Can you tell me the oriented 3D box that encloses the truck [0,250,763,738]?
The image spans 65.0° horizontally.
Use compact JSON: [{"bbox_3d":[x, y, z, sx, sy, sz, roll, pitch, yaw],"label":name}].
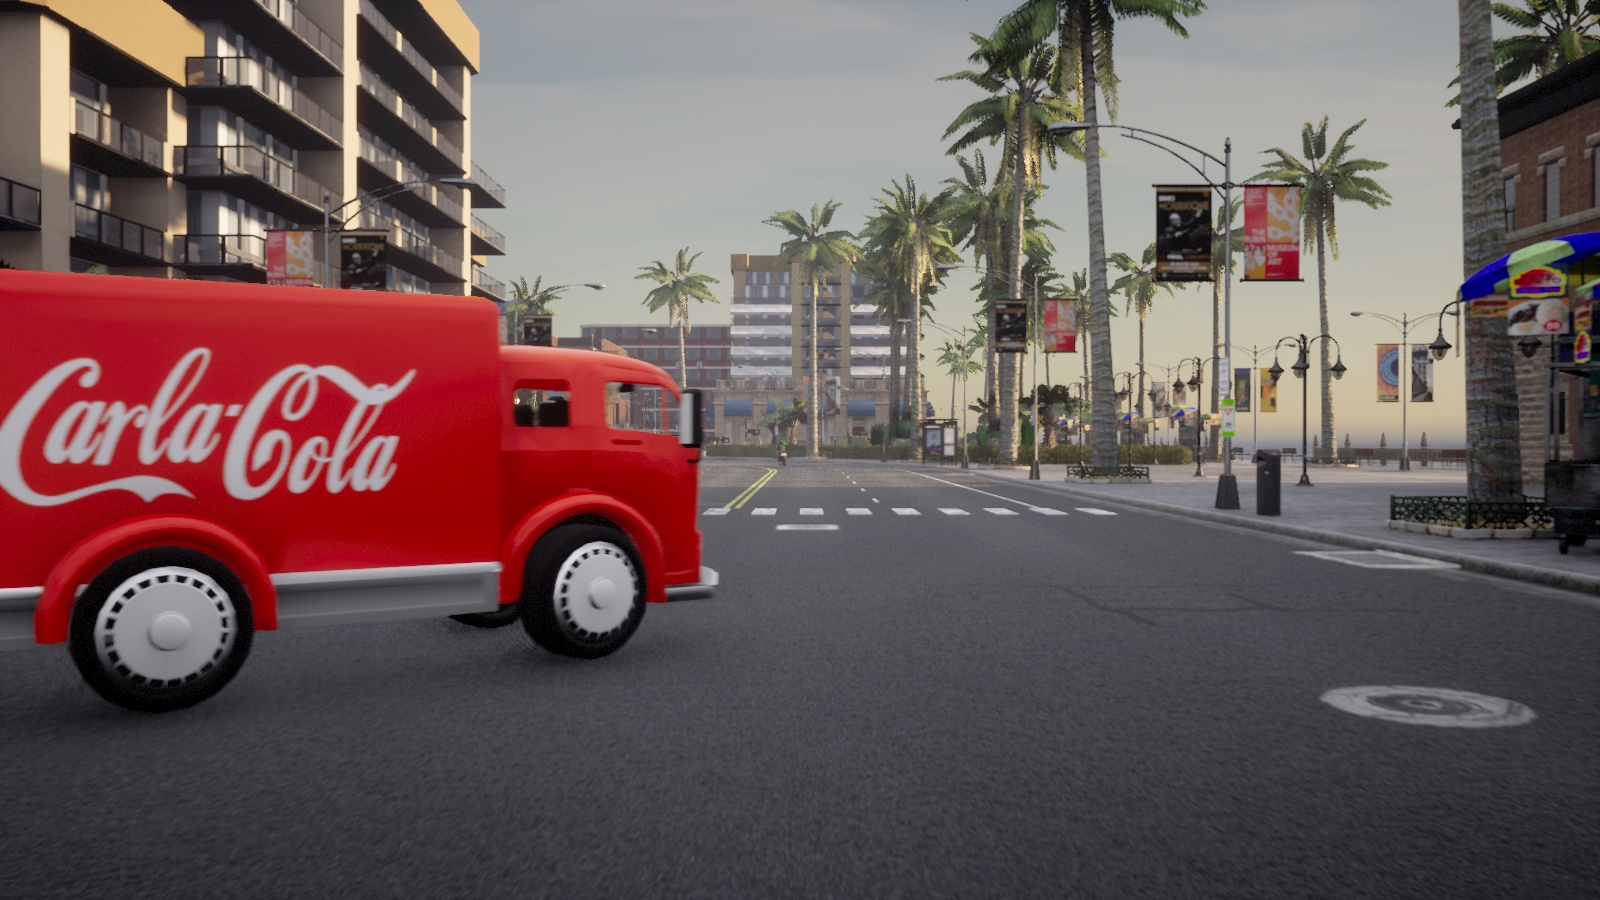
[{"bbox_3d":[-3.150,0.207,8.600,5.204,2.467,2.627,0,1,-36],"label":"truck"}]
